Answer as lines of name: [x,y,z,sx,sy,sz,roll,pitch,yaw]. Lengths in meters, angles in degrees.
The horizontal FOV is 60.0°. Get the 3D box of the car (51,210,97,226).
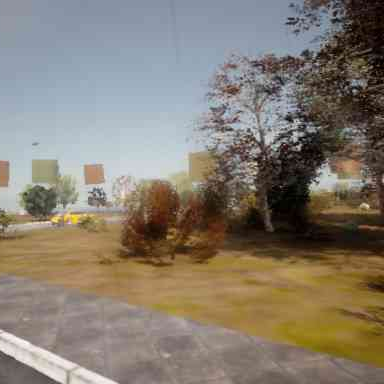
car: [-12.073,2.625,34.497,1.882,1.535,5.008,-4,-3,32]
